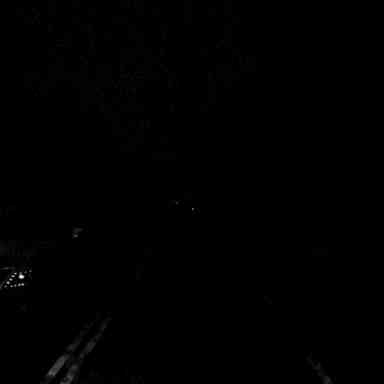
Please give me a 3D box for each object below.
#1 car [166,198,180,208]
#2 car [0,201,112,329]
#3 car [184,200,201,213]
[{"bbox_3d":[-3.158,1.804,56.126,2.097,1.767,4.553,0,0,1],"label":"car"},{"bbox_3d":[-3.353,1.260,7.354,2.150,2.045,5.566,0,0,0],"label":"car"},{"bbox_3d":[0.101,1.792,41.416,1.837,1.490,4.892,0,-1,0],"label":"car"}]
